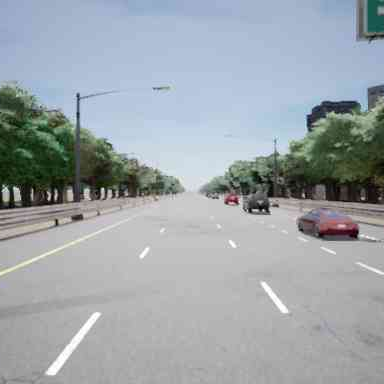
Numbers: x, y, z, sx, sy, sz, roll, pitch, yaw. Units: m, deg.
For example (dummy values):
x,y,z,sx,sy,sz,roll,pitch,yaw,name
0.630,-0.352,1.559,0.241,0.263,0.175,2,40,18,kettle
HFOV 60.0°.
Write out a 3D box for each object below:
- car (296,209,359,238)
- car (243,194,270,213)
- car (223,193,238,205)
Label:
x,y,z,sx,sy,sz,roll,pitch,yaw,name
7.003,1.570,17.572,1.994,1.385,4.181,0,0,0,car
7.008,1.230,36.621,2.150,2.045,5.566,0,0,0,car
7.015,1.252,59.956,2.150,2.045,5.566,0,-1,0,car
